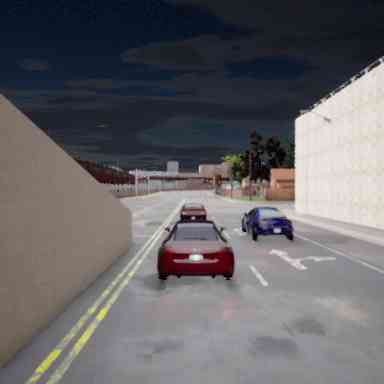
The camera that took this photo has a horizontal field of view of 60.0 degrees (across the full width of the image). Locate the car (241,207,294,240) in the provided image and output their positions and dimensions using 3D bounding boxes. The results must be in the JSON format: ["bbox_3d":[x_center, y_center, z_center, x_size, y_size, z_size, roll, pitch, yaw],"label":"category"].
[{"bbox_3d":[3.598,1.446,16.324,1.812,1.442,4.674,0,0,0],"label":"car"}]

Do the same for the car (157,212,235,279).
[{"bbox_3d":[0.096,1.514,9.925,1.994,1.385,4.181,0,0,0],"label":"car"}]

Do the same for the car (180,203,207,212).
[{"bbox_3d":[0.094,1.479,25.181,1.895,1.301,4.718,0,0,0],"label":"car"}]
